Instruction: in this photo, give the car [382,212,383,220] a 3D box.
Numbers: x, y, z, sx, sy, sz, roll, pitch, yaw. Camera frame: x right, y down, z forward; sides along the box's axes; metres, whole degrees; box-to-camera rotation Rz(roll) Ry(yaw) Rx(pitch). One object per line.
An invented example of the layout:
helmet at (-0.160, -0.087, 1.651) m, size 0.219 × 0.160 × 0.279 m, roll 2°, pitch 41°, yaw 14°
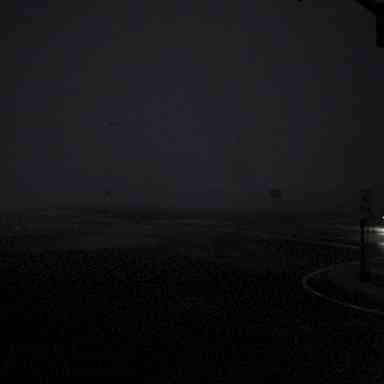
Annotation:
car at (17.214, 1.543, 26.053) m, size 5.566 × 2.045 × 2.150 m, roll 1°, pitch 0°, yaw -35°
